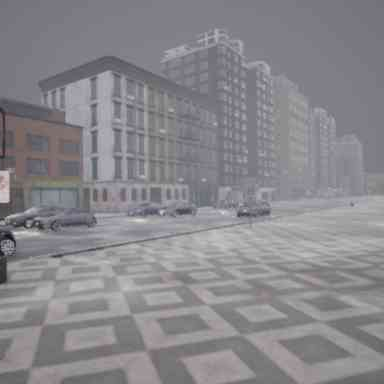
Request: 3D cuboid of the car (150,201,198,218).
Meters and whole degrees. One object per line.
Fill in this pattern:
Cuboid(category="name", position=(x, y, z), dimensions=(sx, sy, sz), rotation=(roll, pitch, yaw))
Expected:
Cuboid(category="car", position=(-1.375, 1.664, 32.016), dimensions=(2.128, 1.511, 4.902), rotation=(-1, 0, 35))

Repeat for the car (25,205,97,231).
Cuboid(category="car", position=(-8.406, 1.762, 22.124), dimensions=(1.994, 1.385, 4.181), rotation=(-1, -1, 35))

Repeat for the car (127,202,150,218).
Cuboid(category="car", position=(-4.434, 1.763, 33.323), dimensions=(1.812, 1.442, 4.674), rotation=(-1, -1, 36))

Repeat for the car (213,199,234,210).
Cuboid(category="car", position=(4.740, 1.731, 46.156), dimensions=(1.812, 1.442, 4.674), rotation=(-1, -1, 36))

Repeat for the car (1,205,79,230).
Cuboid(category="car", position=(-10.881, 1.764, 24.250), dimensions=(1.837, 1.490, 4.892), rotation=(-1, -1, 35))

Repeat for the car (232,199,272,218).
Cuboid(category="car", position=(5.754, 1.605, 30.479), dimensions=(1.994, 1.385, 4.181), rotation=(-1, -1, 35))

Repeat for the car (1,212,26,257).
Cuboid(category="car", position=(-7.461, 1.577, 10.370), dimensions=(1.837, 1.490, 4.892), rotation=(-4, 0, 0))
